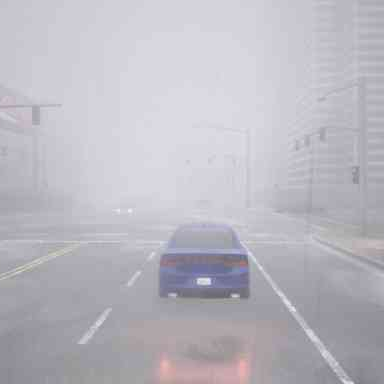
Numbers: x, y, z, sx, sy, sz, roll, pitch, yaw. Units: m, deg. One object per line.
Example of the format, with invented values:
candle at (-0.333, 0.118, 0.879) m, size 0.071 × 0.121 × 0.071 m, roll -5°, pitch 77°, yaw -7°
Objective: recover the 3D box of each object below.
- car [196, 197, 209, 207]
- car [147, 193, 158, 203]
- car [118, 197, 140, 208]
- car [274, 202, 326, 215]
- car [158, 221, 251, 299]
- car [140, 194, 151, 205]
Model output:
car at (1.764, 1.525, 52.857) m, size 1.812 × 1.442 × 4.674 m, roll 0°, pitch 0°, yaw 2°
car at (-8.333, 1.221, 67.625) m, size 2.150 × 2.045 × 5.566 m, roll 0°, pitch 0°, yaw 2°
car at (-9.081, 1.505, 47.323) m, size 1.837 × 1.490 × 4.892 m, roll 0°, pitch 0°, yaw 2°
car at (10.486, 1.601, 32.627) m, size 4.718 × 1.301 × 1.895 m, roll 0°, pitch 0°, yaw 2°
car at (0.313, 1.478, 8.538) m, size 1.882 × 1.535 × 5.008 m, roll 0°, pitch 0°, yaw 2°
car at (-8.744, 1.526, 57.359) m, size 1.812 × 1.442 × 4.674 m, roll 0°, pitch 0°, yaw 2°
